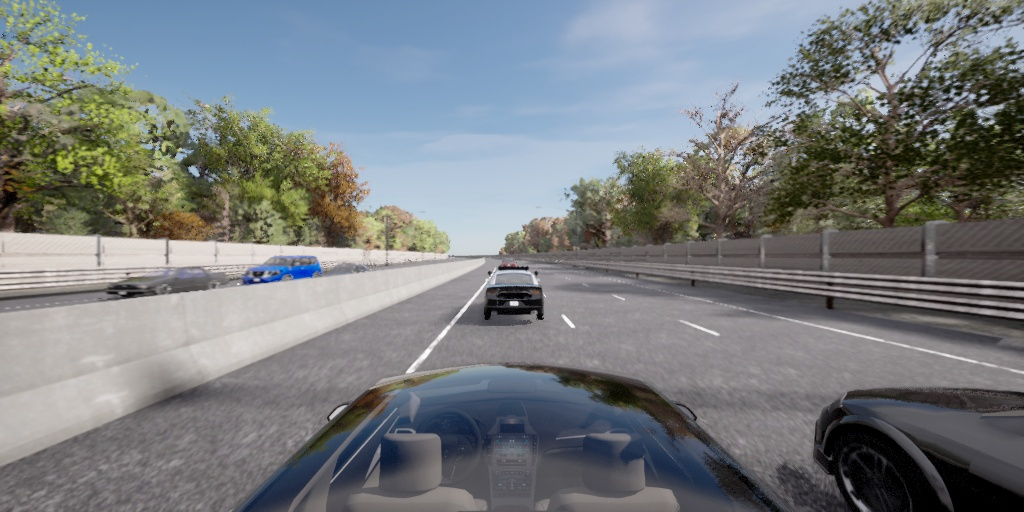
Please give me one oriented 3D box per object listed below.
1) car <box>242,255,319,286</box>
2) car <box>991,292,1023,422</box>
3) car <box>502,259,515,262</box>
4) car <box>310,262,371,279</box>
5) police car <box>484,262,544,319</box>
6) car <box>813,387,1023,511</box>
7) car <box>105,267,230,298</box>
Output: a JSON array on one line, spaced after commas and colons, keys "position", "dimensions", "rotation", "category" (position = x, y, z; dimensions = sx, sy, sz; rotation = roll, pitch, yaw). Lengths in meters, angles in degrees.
[{"position": [-14.245, 0.979, 22.729], "dimensions": [2.150, 2.045, 5.566], "rotation": [0, 0, -1], "category": "car"}, {"position": [7.092, 1.226, 2.102], "dimensions": [1.882, 1.535, 5.008], "rotation": [0, 0, 0], "category": "car"}, {"position": [-0.415, 1.117, 43.019], "dimensions": [2.097, 1.767, 4.553], "rotation": [0, 0, -1], "category": "car"}, {"position": [-10.755, 1.263, 23.416], "dimensions": [1.837, 1.490, 4.892], "rotation": [0, 0, -1], "category": "car"}, {"position": [0.048, 1.179, 13.019], "dimensions": [1.930, 1.638, 5.238], "rotation": [0, 0, 0], "category": "police car"}, {"position": [3.592, 1.313, 1.346], "dimensions": [1.994, 1.385, 4.181], "rotation": [0, 0, 0], "category": "car"}, {"position": [-17.700, 1.305, 18.932], "dimensions": [2.033, 1.411, 5.357], "rotation": [0, 0, -1], "category": "car"}]
